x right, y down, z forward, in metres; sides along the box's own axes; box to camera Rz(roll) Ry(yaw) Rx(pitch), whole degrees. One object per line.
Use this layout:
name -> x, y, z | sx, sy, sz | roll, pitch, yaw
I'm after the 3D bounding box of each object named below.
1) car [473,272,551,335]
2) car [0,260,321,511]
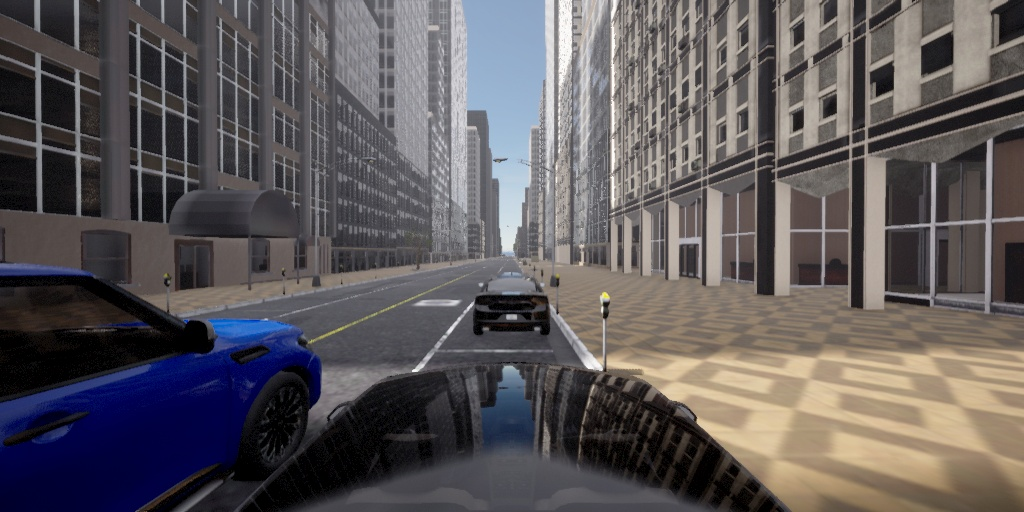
car -> -0.006, 1.216, 10.502 | 1.882, 1.535, 5.008 | 0, 0, 0
car -> -3.146, 0.980, 1.529 | 2.150, 2.045, 5.566 | 0, 0, 0
